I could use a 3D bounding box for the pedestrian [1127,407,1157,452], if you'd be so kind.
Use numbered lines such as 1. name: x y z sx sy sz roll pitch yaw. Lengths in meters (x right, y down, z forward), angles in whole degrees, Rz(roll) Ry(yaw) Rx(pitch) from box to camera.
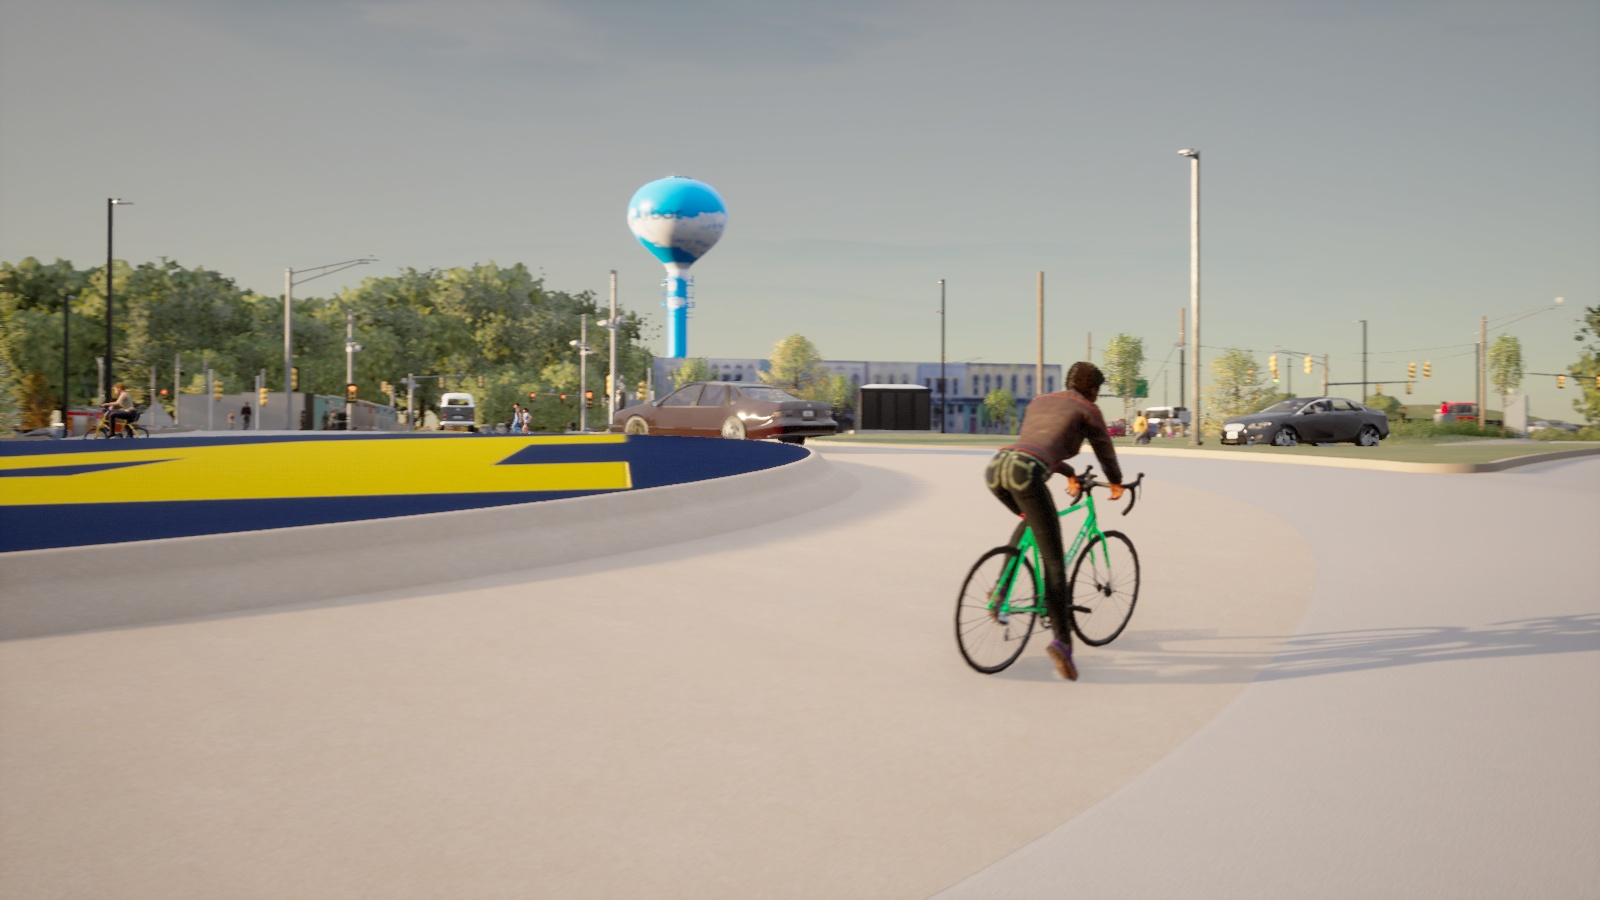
1. pedestrian: 14.144 -0.847 51.991 0.900 1.855 0.874 0 0 -12

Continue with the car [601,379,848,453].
1. car: -1.696 -0.726 26.354 5.357 1.411 2.033 2 3 43

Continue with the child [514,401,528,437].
1. child: -9.912 -1.108 44.584 0.437 1.263 0.270 0 0 -24

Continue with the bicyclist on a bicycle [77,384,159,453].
1. bicyclist on a bicycle: -16.542 -0.752 30.492 1.509 1.612 0.866 -2 0 -8

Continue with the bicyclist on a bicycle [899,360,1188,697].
1. bicyclist on a bicycle: 1.352 0.340 6.827 1.656 1.620 0.582 -3 8 -42

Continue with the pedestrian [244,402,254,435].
1. pedestrian: -32.240 -1.836 73.454 0.376 1.854 0.720 0 0 -9

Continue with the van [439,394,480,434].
1. van: -18.264 -1.886 67.231 2.069 2.038 4.480 0 0 -16

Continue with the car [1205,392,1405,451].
1. car: 13.702 -0.769 34.058 4.902 1.511 2.128 -1 0 -22
